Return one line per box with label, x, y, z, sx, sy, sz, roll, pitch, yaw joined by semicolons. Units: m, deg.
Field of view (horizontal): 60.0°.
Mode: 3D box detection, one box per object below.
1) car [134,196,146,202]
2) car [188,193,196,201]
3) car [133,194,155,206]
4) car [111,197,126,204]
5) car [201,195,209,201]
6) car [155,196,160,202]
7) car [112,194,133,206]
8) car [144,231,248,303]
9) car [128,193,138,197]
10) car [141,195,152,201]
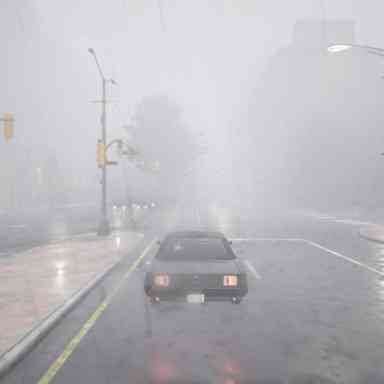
car;-11.504;1.552;74.373;1.994;1.385;4.181;0;0;0
car;-0.005;1.539;85.770;2.033;1.411;5.357;0;0;0
car;-8.091;1.547;56.476;2.033;1.411;5.357;0;0;0
car;-14.753;1.594;66.783;1.895;1.301;4.718;0;0;0
car;3.495;1.594;86.948;1.895;1.301;4.718;0;0;0
car;-8.033;1.563;65.712;1.994;1.385;4.181;0;0;1
car;-11.591;1.525;55.076;1.812;1.442;4.674;0;0;0
car;0.074;1.601;8.130;1.895;1.301;4.718;0;0;0
car;-11.541;1.221;64.489;2.150;2.045;5.566;0;0;1
car;-11.504;1.524;84.606;2.128;1.511;4.902;0;0;0
